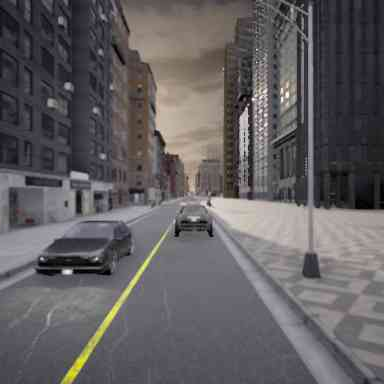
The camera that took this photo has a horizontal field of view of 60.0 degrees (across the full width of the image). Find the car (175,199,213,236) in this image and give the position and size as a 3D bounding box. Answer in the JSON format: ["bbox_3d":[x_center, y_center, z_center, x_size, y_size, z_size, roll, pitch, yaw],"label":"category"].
[{"bbox_3d":[0.102,1.500,19.692,2.097,1.767,4.553,0,-1,0],"label":"car"}]

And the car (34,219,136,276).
[{"bbox_3d":[-3.099,1.631,10.934,2.033,1.411,5.357,0,0,0],"label":"car"}]

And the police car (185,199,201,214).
[{"bbox_3d":[0.104,1.745,41.490,1.930,1.638,5.238,0,-1,0],"label":"police car"}]
